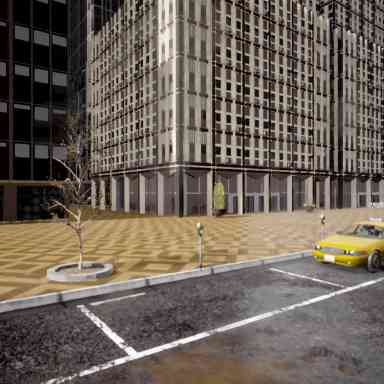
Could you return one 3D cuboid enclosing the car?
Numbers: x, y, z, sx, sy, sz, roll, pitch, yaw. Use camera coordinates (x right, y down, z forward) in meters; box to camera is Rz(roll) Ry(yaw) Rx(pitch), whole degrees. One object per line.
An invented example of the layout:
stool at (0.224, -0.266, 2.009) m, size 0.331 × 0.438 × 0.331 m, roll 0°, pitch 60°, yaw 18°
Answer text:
car at (5.799, 1.526, 10.687) m, size 4.829 × 1.417 × 1.752 m, roll 0°, pitch 0°, yaw -35°
